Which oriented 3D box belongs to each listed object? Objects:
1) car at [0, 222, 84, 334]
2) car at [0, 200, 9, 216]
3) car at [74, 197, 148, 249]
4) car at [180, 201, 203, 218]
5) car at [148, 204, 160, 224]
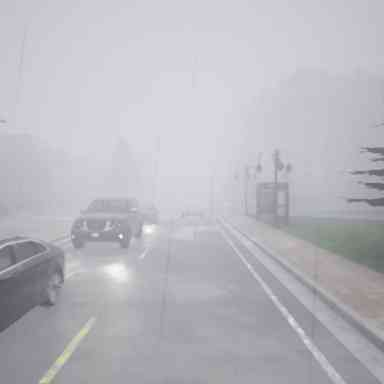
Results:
[{"bbox_3d":[-3.601,1.504,5.210,2.128,1.511,4.902,0,0,0],"label":"car"},{"bbox_3d":[-17.466,1.439,28.656,1.845,1.501,3.633,0,0,0],"label":"car"},{"bbox_3d":[-3.598,1.257,15.186,2.150,2.045,5.566,0,0,0],"label":"car"},{"bbox_3d":[0.029,1.596,30.557,1.812,1.442,4.674,0,0,1],"label":"car"},{"bbox_3d":[-3.548,1.622,25.291,1.994,1.385,4.181,0,0,0],"label":"car"}]
